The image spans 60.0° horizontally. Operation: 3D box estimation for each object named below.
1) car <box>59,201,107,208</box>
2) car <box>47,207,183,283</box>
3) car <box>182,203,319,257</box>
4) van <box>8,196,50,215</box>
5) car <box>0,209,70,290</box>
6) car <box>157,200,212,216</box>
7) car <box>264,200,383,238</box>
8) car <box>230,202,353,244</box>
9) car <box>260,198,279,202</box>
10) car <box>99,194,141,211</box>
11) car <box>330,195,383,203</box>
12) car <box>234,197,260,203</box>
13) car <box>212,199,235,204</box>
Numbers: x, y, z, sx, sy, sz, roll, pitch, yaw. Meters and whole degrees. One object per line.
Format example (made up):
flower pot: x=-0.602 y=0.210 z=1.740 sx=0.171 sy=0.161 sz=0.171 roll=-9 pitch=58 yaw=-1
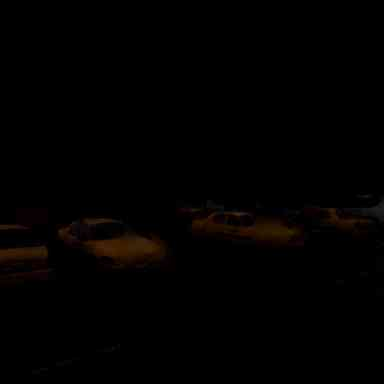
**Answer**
car: x=-7.851 y=1.479 z=22.483 sx=2.163 sy=1.488 sz=4.792 roll=0 pitch=0 yaw=-35
car: x=-2.623 y=1.461 z=9.973 sx=1.946 sy=1.575 sz=5.366 roll=0 pitch=0 yaw=-35
car: x=2.014 y=1.444 z=13.242 sx=1.946 sy=1.575 sz=5.366 roll=0 pitch=0 yaw=-35
van: x=-10.300 y=1.234 z=20.933 sx=1.878 sy=1.987 sz=4.442 roll=0 pitch=0 yaw=-35
car: x=-5.005 y=1.474 z=8.748 sx=1.946 sy=1.575 sz=5.366 roll=0 pitch=0 yaw=-35
car: x=-0.969 y=1.425 z=27.142 sx=1.946 sy=1.575 sz=5.366 roll=0 pitch=0 yaw=-35
car: x=6.338 y=1.429 z=16.744 sx=1.946 sy=1.575 sz=5.366 roll=0 pitch=0 yaw=-35
car: x=4.172 y=1.441 z=14.998 sx=2.231 sy=1.521 sz=4.892 roll=0 pitch=0 yaw=-35
car: x=5.596 y=1.280 z=32.035 sx=2.185 sy=1.767 sz=4.553 roll=0 pitch=0 yaw=-35
car: x=-5.621 y=1.191 z=24.125 sx=2.435 sy=2.045 sz=5.566 roll=0 pitch=0 yaw=-35
car: x=8.697 y=1.174 z=18.215 sx=2.435 sy=2.045 sz=5.566 roll=0 pitch=0 yaw=-35
car: x=3.469 y=1.442 z=30.462 sx=2.163 sy=1.488 sz=4.792 roll=0 pitch=0 yaw=-35
car: x=1.190 y=1.460 z=28.887 sx=2.002 sy=1.452 sz=4.674 roll=0 pitch=0 yaw=-35
